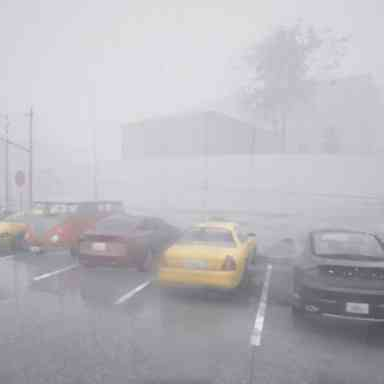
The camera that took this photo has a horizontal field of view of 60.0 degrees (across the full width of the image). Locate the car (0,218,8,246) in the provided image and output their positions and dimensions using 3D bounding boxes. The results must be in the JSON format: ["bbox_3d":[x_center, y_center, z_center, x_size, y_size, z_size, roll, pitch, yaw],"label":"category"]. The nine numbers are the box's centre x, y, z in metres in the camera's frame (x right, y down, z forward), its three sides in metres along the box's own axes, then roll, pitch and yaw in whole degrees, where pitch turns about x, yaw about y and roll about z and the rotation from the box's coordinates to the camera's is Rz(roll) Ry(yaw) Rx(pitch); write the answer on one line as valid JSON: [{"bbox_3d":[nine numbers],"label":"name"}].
[{"bbox_3d":[-6.658,1.394,14.013,1.946,1.575,5.366,1,0,15],"label":"car"}]

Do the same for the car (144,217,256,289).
[{"bbox_3d":[0.721,1.457,9.179,1.946,1.575,5.366,0,-1,15],"label":"car"}]

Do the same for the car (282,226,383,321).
[{"bbox_3d":[3.098,1.481,7.263,2.231,1.521,4.892,0,0,15],"label":"car"}]

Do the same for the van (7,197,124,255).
[{"bbox_3d":[-4.209,1.191,12.349,1.878,1.987,4.442,1,0,16],"label":"van"}]

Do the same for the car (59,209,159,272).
[{"bbox_3d":[-1.751,1.468,10.759,2.163,1.488,4.792,0,-1,15],"label":"car"}]
